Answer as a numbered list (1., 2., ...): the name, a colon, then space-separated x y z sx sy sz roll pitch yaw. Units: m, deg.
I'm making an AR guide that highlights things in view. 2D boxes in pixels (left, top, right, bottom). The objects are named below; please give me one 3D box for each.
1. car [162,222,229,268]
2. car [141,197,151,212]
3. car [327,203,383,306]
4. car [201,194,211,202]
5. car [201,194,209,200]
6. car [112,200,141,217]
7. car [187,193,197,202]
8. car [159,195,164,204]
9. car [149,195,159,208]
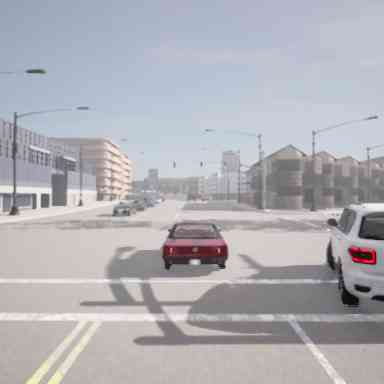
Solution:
1. car: 0.087 1.665 11.434 1.895 1.301 4.718 0 0 0
2. car: -7.121 1.825 44.718 1.812 1.442 4.674 0 0 0
3. car: 4.561 1.261 7.879 2.150 2.045 5.566 -1 0 20
4. car: 3.439 1.350 78.668 2.097 1.767 4.553 0 -1 0
5. car: 3.431 1.455 88.712 1.882 1.535 5.008 0 -2 0
6. car: -7.125 1.756 35.464 2.128 1.511 4.902 0 0 0
7. car: -0.061 1.213 78.312 2.150 2.045 5.566 0 -1 0
8. car: -7.050 1.666 64.134 1.895 1.301 4.718 0 1 0
9. car: -7.085 1.579 53.976 2.097 1.767 4.553 0 1 1
